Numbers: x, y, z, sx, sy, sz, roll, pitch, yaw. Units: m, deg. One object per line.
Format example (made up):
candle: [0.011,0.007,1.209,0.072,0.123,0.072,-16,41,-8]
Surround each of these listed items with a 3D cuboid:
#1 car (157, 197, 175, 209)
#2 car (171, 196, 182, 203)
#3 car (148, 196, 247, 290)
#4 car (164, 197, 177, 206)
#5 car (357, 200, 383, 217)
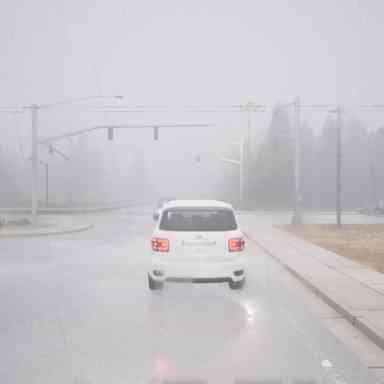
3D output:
car: [-3.589,1.491,46.178,2.128,1.511,4.902,0,0,0]
car: [-3.299,1.547,71.355,1.994,1.385,4.181,0,0,1]
car: [0.066,1.218,9.220,2.150,2.045,5.566,0,0,-2]
car: [-3.563,1.562,56.129,1.994,1.385,4.181,0,0,0]
car: [17.880,1.518,30.573,4.902,1.511,2.128,0,0,1]
